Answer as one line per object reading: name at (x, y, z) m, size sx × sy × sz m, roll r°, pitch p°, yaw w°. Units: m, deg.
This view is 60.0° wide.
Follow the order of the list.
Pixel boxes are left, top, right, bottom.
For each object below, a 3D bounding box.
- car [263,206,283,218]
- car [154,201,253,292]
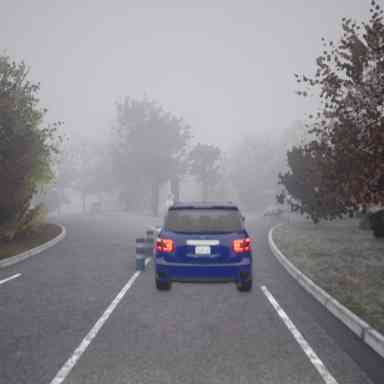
car at (9.737, 2.338, 39.751) m, size 2.033 × 1.411 × 5.357 m, roll -1°, pitch -2°, yaw 22°
car at (0.336, 1.261, 9.229) m, size 2.150 × 2.045 × 5.566 m, roll 0°, pitch -1°, yaw 3°
